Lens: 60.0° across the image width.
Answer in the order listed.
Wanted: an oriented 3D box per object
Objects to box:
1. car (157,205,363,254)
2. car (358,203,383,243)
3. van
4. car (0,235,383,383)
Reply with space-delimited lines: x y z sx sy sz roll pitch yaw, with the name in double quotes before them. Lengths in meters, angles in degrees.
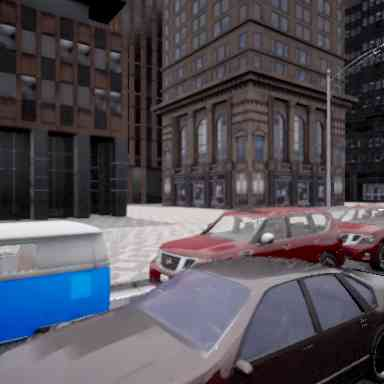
"car" 1.533 1.319 7.742 5.009 1.841 2.192 0 0 -35
"car" 6.156 1.323 11.037 5.009 1.841 2.192 0 0 -35
"van" -3.090 1.341 4.445 3.998 1.788 1.690 0 0 -35
"car" 0.674 1.549 3.857 5.357 1.411 2.033 0 0 -35
